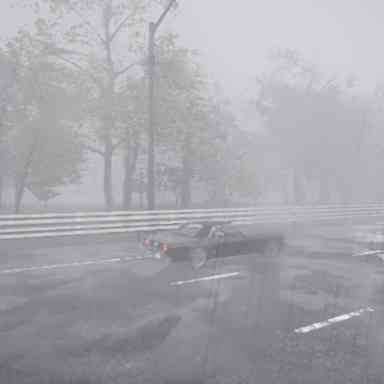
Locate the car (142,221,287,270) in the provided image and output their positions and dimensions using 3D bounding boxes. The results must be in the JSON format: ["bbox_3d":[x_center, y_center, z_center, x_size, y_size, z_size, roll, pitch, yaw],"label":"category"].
[{"bbox_3d":[0.884,1.601,11.003,4.718,1.301,1.895,0,0,-31],"label":"car"}]
